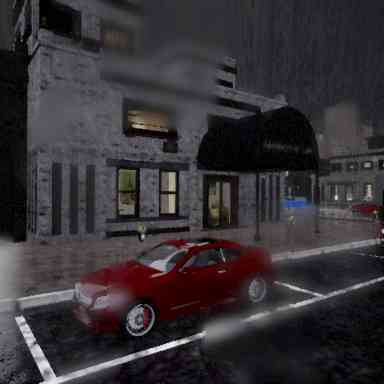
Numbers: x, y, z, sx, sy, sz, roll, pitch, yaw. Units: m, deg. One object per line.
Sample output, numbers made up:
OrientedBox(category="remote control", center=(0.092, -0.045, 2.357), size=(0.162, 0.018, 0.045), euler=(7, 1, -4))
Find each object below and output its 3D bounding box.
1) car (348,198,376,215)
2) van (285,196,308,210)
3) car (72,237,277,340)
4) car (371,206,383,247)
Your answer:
OrientedBox(category="car", center=(18.033, 1.558, 33.422), size=(1.994, 1.385, 4.181), euler=(1, 0, -36))
OrientedBox(category="van", center=(13.406, 1.455, 44.387), size=(1.690, 1.788, 3.998), euler=(0, 0, -36))
OrientedBox(category="car", center=(-0.107, 1.579, 6.475), size=(4.206, 1.307, 1.802), euler=(0, 0, -35))
OrientedBox(category="car", center=(9.169, 1.441, 13.091), size=(4.097, 1.590, 1.967), euler=(0, 0, -35))
